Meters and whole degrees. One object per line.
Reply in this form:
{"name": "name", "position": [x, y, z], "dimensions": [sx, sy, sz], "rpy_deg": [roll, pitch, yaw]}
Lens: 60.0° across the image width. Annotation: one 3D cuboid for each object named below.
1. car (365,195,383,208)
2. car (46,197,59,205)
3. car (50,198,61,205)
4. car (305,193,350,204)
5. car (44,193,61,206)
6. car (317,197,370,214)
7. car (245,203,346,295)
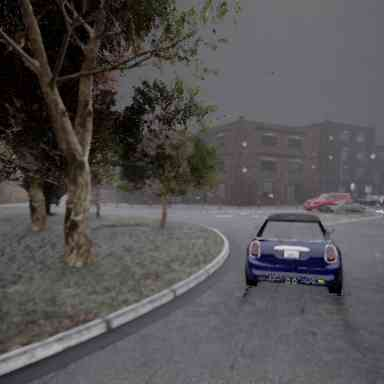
{"name": "car", "position": [24.863, 1.200, 46.306], "dimensions": [2.185, 1.767, 4.553], "rpy_deg": [0, 0, -30]}
{"name": "car", "position": [-26.414, 1.767, 63.014], "dimensions": [1.837, 1.490, 4.892], "rpy_deg": [0, -2, -19]}
{"name": "car", "position": [-29.689, 1.996, 72.507], "dimensions": [2.033, 1.411, 5.357], "rpy_deg": [0, -2, -19]}
{"name": "car", "position": [14.820, 1.153, 36.140], "dimensions": [5.566, 2.045, 2.150], "rpy_deg": [0, 0, -22]}
{"name": "car", "position": [-22.437, 1.210, 53.091], "dimensions": [2.150, 2.045, 5.566], "rpy_deg": [0, -1, -23]}
{"name": "car", "position": [15.046, 1.511, 33.094], "dimensions": [4.181, 1.385, 1.994], "rpy_deg": [0, 0, -20]}
{"name": "car", "position": [2.790, 1.358, 9.176], "dimensions": [2.097, 1.767, 4.553], "rpy_deg": [0, 0, 18]}
